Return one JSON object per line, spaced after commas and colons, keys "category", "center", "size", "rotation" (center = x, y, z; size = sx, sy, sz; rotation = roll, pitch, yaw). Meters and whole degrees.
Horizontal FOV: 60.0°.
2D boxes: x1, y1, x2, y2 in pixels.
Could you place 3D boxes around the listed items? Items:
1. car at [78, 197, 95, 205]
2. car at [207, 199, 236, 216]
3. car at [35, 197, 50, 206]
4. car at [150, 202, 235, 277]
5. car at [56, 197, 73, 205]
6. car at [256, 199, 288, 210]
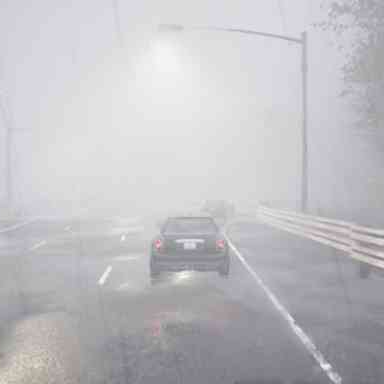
{"category": "car", "center": [-19.421, 1.600, 60.912], "size": [1.882, 1.535, 5.008], "rotation": [0, 0, -35]}
{"category": "car", "center": [2.295, 1.393, 27.949], "size": [2.097, 1.767, 4.553], "rotation": [0, 0, 19]}
{"category": "car", "center": [-26.620, 1.622, 59.080], "size": [2.128, 1.511, 4.902], "rotation": [0, 0, -35]}
{"category": "car", "center": [-0.060, 1.370, 10.476], "size": [2.097, 1.767, 4.553], "rotation": [0, 0, 0]}
{"category": "car", "center": [-23.068, 1.674, 60.068], "size": [2.033, 1.411, 5.357], "rotation": [0, 0, -35]}
{"category": "car", "center": [10.107, 1.599, 41.849], "size": [2.033, 1.411, 5.357], "rotation": [0, 0, 43]}
